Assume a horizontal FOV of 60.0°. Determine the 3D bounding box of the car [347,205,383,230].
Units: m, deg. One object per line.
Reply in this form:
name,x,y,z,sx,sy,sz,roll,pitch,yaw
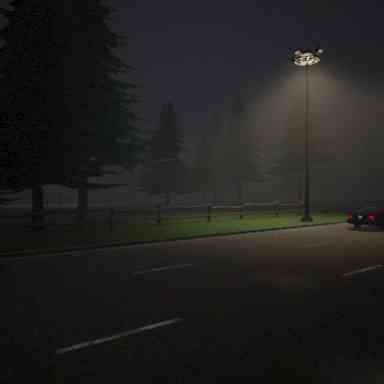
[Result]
car,11.940,1.519,20.956,5.357,1.411,2.033,0,0,-35
